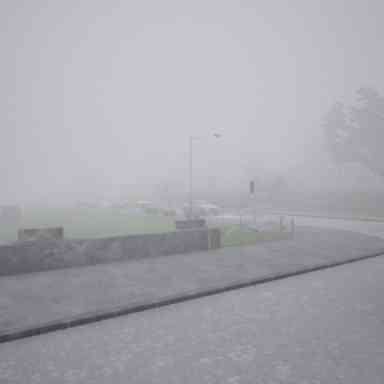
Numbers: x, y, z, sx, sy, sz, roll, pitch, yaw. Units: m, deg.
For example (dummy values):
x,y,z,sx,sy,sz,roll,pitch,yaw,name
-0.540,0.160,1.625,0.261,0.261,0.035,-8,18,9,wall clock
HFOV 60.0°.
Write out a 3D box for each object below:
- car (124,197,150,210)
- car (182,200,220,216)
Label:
x,y,z,sx,sy,sz,roll,pitch,yaw,name
-7.326,1.478,44.405,1.882,1.535,5.008,0,0,-35,car
0.767,1.526,33.063,1.812,1.442,4.674,0,0,-36,car
